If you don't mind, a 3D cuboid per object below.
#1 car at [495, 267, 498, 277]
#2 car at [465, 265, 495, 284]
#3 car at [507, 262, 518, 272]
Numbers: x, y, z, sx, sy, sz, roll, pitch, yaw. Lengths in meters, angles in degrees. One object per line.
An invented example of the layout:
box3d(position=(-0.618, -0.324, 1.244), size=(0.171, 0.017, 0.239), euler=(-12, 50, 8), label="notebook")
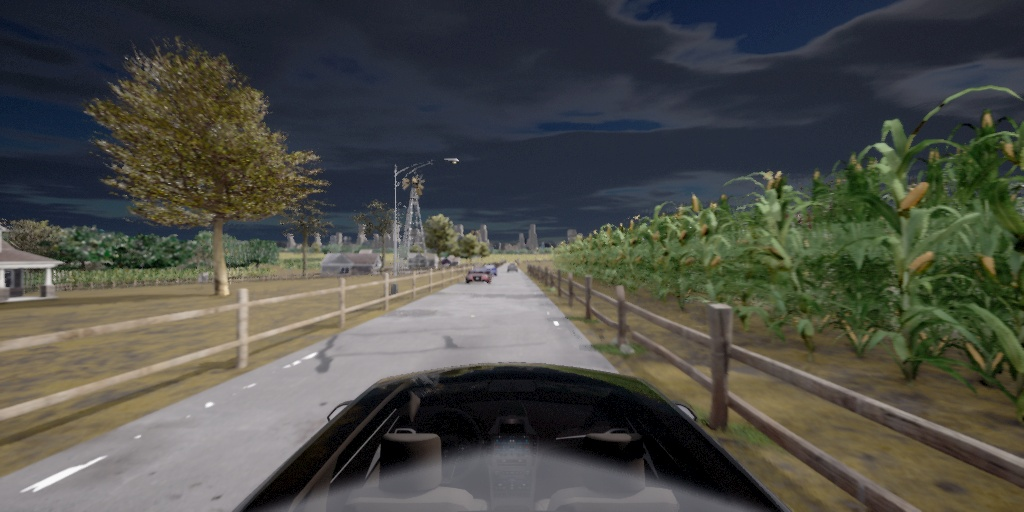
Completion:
box3d(position=(-2.720, 1.767, 43.901), size=(1.812, 1.442, 4.674), euler=(0, -1, 0), label="car")
box3d(position=(-2.732, 1.624, 30.322), size=(1.994, 1.385, 4.181), euler=(0, -1, 0), label="car")
box3d(position=(0.059, 2.082, 61.314), size=(2.033, 1.411, 5.357), euler=(0, -1, 0), label="car")
